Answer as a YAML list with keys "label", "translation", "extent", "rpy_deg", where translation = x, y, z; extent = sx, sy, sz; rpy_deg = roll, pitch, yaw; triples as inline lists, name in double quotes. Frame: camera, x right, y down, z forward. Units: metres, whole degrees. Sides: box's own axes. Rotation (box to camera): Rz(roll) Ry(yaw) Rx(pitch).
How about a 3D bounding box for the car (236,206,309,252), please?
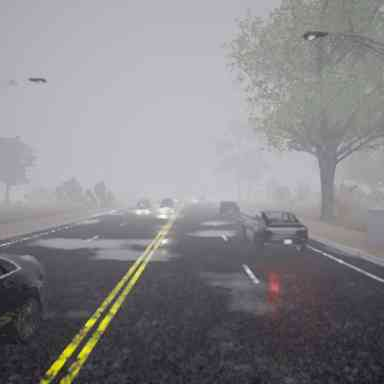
- label: "car"
  translation: [3.350, 1.528, 14.020]
  extent: [2.128, 1.511, 4.902]
  rpy_deg: [0, 0, 0]

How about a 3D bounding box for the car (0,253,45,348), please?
- label: "car"
  translation: [-3.351, 1.501, 3.606]
  extent: [2.128, 1.511, 4.902]
  rpy_deg: [0, 0, 0]

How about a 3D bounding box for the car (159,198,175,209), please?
- label: "car"
  translation: [-3.408, 1.608, 46.492]
  extent: [1.837, 1.490, 4.892]
  rpy_deg: [0, -1, 0]

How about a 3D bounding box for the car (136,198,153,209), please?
- label: "car"
  translation: [-6.659, 1.595, 46.751]
  extent: [2.128, 1.511, 4.902]
  rpy_deg: [0, 0, 0]

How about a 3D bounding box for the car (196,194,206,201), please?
- label: "car"
  translation: [2.772, 1.649, 87.417]
  extent: [1.837, 1.490, 4.892]
  rpy_deg: [0, 0, -1]

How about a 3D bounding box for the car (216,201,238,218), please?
- label: "car"
  translation: [3.329, 1.552, 31.477]
  extent: [1.882, 1.535, 5.008]
  rpy_deg: [0, 0, 0]
